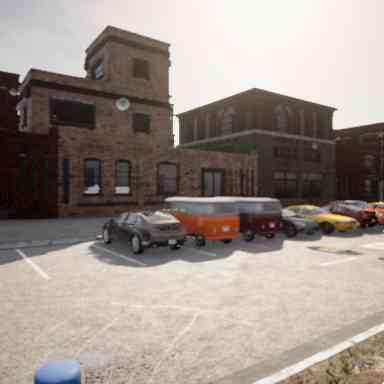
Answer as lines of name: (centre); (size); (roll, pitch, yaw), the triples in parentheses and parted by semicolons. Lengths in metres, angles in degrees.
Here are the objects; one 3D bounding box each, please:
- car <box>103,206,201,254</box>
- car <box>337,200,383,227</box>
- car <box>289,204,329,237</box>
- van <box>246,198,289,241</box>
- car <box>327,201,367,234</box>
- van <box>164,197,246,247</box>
car: (-2.073, 1.469, 13.537); (2.231, 1.521, 4.892); (0, 0, -35)
car: (9.258, 1.514, 21.584); (2.097, 1.535, 5.008); (0, 0, -35)
car: (4.721, 1.537, 18.372); (2.002, 1.452, 4.674); (0, 0, -35)
van: (2.389, 1.262, 16.856); (1.878, 1.987, 4.442); (0, 0, -35)
car: (7.096, 1.503, 19.828); (1.946, 1.575, 5.366); (0, 0, -35)
van: (0.123, 1.252, 15.248); (1.878, 1.987, 4.442); (0, 0, -35)
